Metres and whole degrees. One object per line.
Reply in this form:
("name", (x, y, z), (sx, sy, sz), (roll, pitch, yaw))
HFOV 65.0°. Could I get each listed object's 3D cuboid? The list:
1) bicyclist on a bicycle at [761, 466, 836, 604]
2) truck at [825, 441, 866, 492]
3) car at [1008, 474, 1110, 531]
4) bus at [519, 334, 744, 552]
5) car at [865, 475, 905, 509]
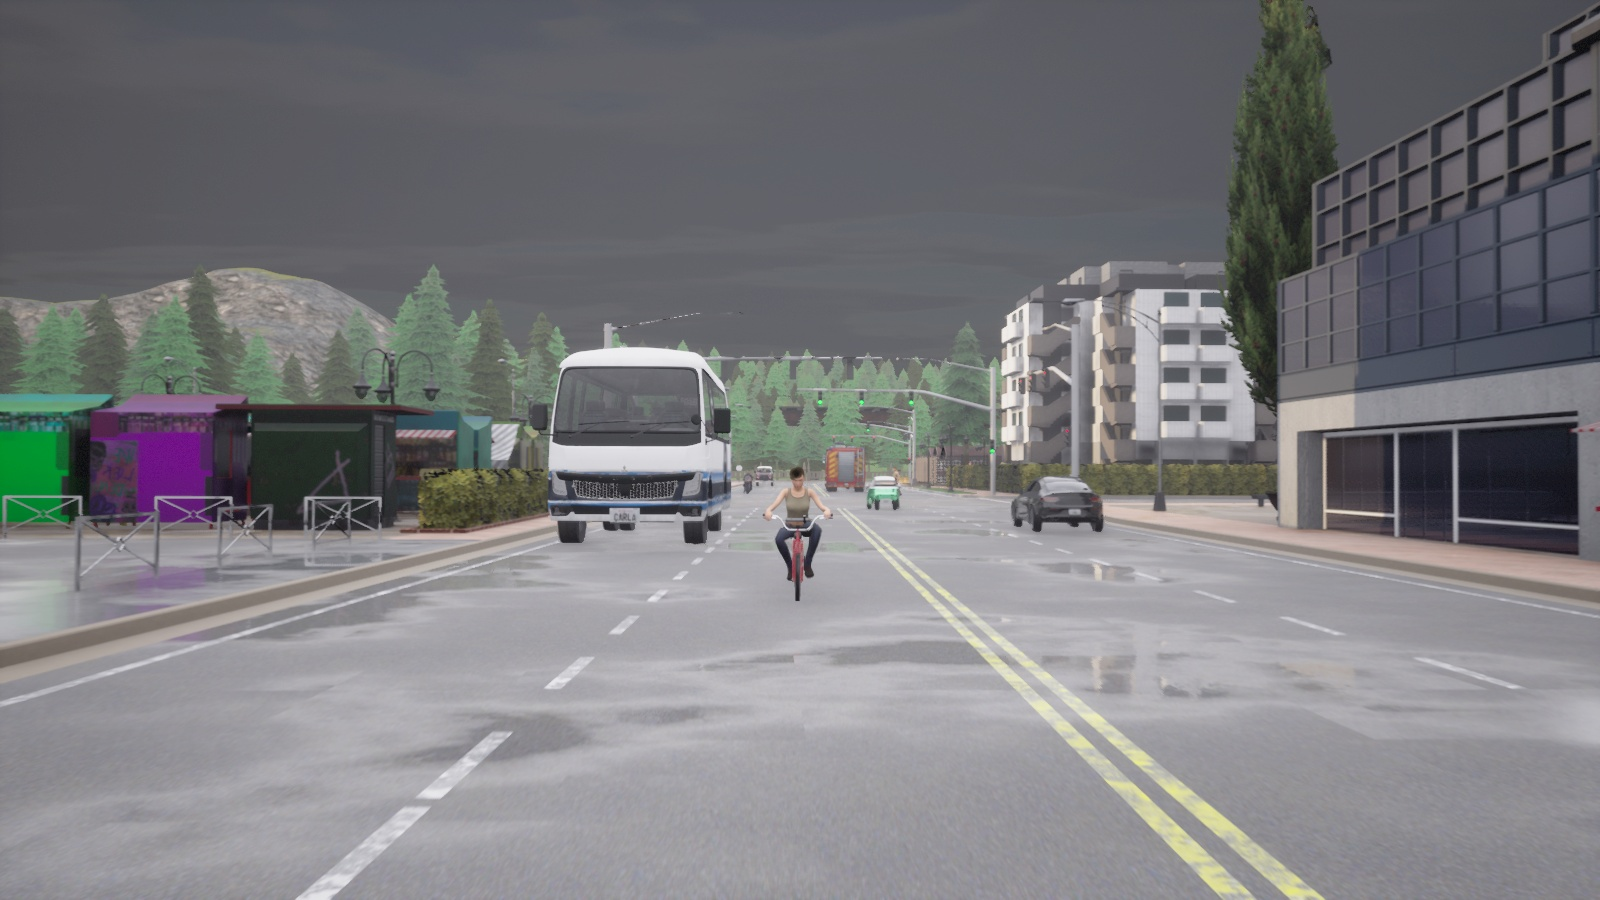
("bicyclist on a bicycle", (-0.017, 1.010, 15.450), (0.866, 1.612, 1.509), (0, -1, 0))
("truck", (3.466, 1.282, 98.242), (2.891, 3.827, 8.468), (0, -1, 0))
("car", (6.986, 1.387, 34.315), (1.812, 1.442, 4.674), (0, -1, 0))
("bus", (-3.518, -0.051, 29.683), (3.944, 4.253, 10.273), (0, -1, 0))
("car", (3.482, 1.724, 51.875), (1.481, 1.376, 2.207), (0, -1, 0))
